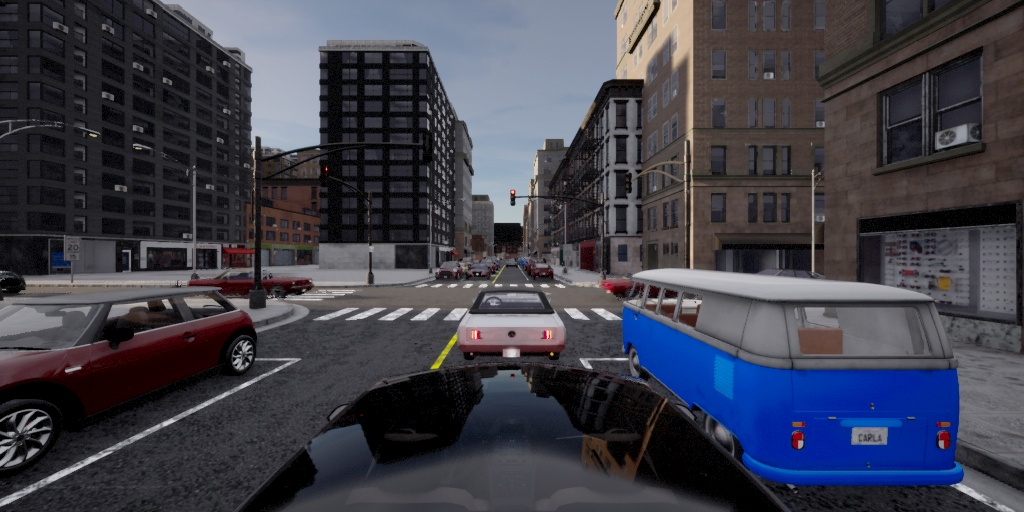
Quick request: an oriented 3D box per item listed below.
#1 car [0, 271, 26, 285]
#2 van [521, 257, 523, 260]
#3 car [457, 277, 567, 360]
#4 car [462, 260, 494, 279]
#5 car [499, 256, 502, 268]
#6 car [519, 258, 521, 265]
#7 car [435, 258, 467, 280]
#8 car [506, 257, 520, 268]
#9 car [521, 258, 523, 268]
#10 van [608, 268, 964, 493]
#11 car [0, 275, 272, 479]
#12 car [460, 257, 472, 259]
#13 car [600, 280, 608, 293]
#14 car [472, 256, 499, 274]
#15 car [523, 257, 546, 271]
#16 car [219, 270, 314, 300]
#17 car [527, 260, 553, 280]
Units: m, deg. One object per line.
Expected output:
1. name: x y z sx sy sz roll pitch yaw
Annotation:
1. car: -25.899 0.967 16.676 4.553 1.767 2.097 0 0 0
2. van: 2.558 1.086 53.012 1.690 1.789 3.998 0 0 0
3. car: -0.008 1.351 8.278 1.895 1.301 4.718 0 0 0
4. car: -2.896 1.313 31.537 1.994 1.385 4.181 0 0 -1
5. car: -2.910 1.099 49.032 2.097 1.767 4.553 0 0 0
6. car: 2.549 1.309 58.421 1.948 1.339 4.313 0 0 0
7. car: -5.433 1.188 31.361 1.967 1.591 4.097 0 0 0
8. car: -0.004 1.306 62.329 1.994 1.385 4.181 0 0 1
9. car: 2.566 1.292 47.602 1.888 1.381 4.507 0 0 0
10. van: 2.635 1.091 4.493 1.690 1.789 3.998 0 0 0
11. car: -5.390 1.190 4.481 1.967 1.591 4.097 0 0 0
12. car: -5.450 1.063 42.180 2.192 1.841 5.009 0 0 0
13. car: 6.701 1.394 16.759 4.718 1.301 1.895 0 0 0
14. car: -2.892 1.100 40.157 2.097 1.767 4.553 0 0 0
15. car: 2.584 1.063 36.783 2.192 1.841 5.009 0 0 0
16. car: -12.023 1.293 16.809 4.718 1.301 1.895 0 0 -2
17. car: 2.592 1.294 31.374 1.888 1.381 4.507 0 0 0
